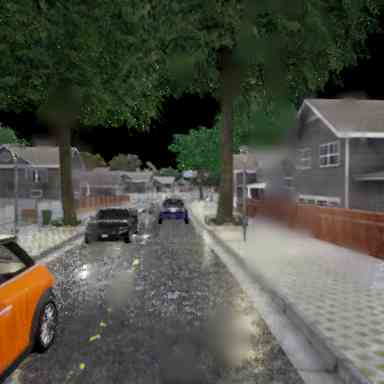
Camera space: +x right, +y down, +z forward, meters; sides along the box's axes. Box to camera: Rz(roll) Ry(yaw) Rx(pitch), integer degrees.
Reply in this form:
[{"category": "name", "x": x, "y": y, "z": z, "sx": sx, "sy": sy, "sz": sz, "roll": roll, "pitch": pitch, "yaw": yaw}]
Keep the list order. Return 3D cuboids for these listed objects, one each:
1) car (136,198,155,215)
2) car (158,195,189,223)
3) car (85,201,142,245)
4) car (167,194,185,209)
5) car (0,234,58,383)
[{"category": "car", "x": -4.611, "y": 1.374, "z": 31.805, "sx": 2.128, "sy": 1.511, "sz": 4.902, "roll": 0, "pitch": 0, "yaw": -2}, {"category": "car", "x": -1.370, "y": 1.250, "z": 24.585, "sx": 2.097, "sy": 1.767, "sz": 4.553, "roll": 0, "pitch": 0, "yaw": -3}, {"category": "car", "x": -3.622, "y": 1.423, "z": 15.661, "sx": 1.882, "sy": 1.535, "sz": 5.008, "roll": 0, "pitch": 1, "yaw": -4}, {"category": "car", "x": -2.000, "y": 1.195, "z": 42.644, "sx": 2.097, "sy": 1.767, "sz": 4.553, "roll": 0, "pitch": 0, "yaw": -1}, {"category": "car", "x": -2.993, "y": 1.346, "z": 3.026, "sx": 2.097, "sy": 1.767, "sz": 4.553, "roll": 0, "pitch": 0, "yaw": -2}]
